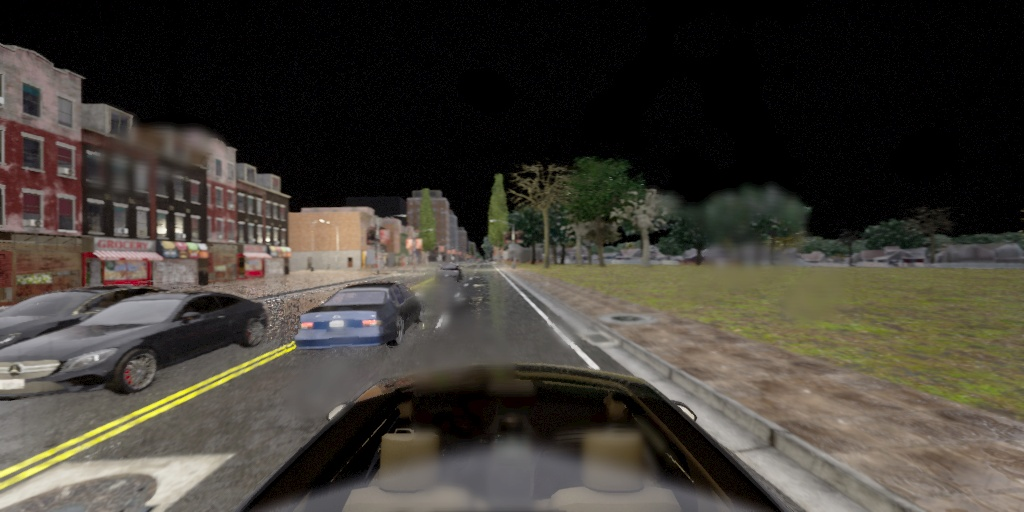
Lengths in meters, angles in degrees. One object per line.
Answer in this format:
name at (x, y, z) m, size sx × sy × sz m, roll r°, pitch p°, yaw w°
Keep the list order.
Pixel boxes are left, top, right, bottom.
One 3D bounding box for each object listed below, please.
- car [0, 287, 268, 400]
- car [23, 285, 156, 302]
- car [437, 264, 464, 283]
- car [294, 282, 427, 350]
car at (-6.855, 1.455, 7.110) m, size 1.812 × 1.442 × 4.674 m, roll -1°, pitch 0°, yaw -4°
car at (-10.227, 1.521, 8.618) m, size 1.837 × 1.490 × 4.892 m, roll -1°, pitch 0°, yaw -4°
car at (-5.103, 1.383, 30.021) m, size 2.128 × 1.511 × 4.902 m, roll -1°, pitch 0°, yaw -4°
car at (-3.574, 1.393, 9.489) m, size 2.033 × 1.411 × 5.357 m, roll -1°, pitch 0°, yaw -4°
